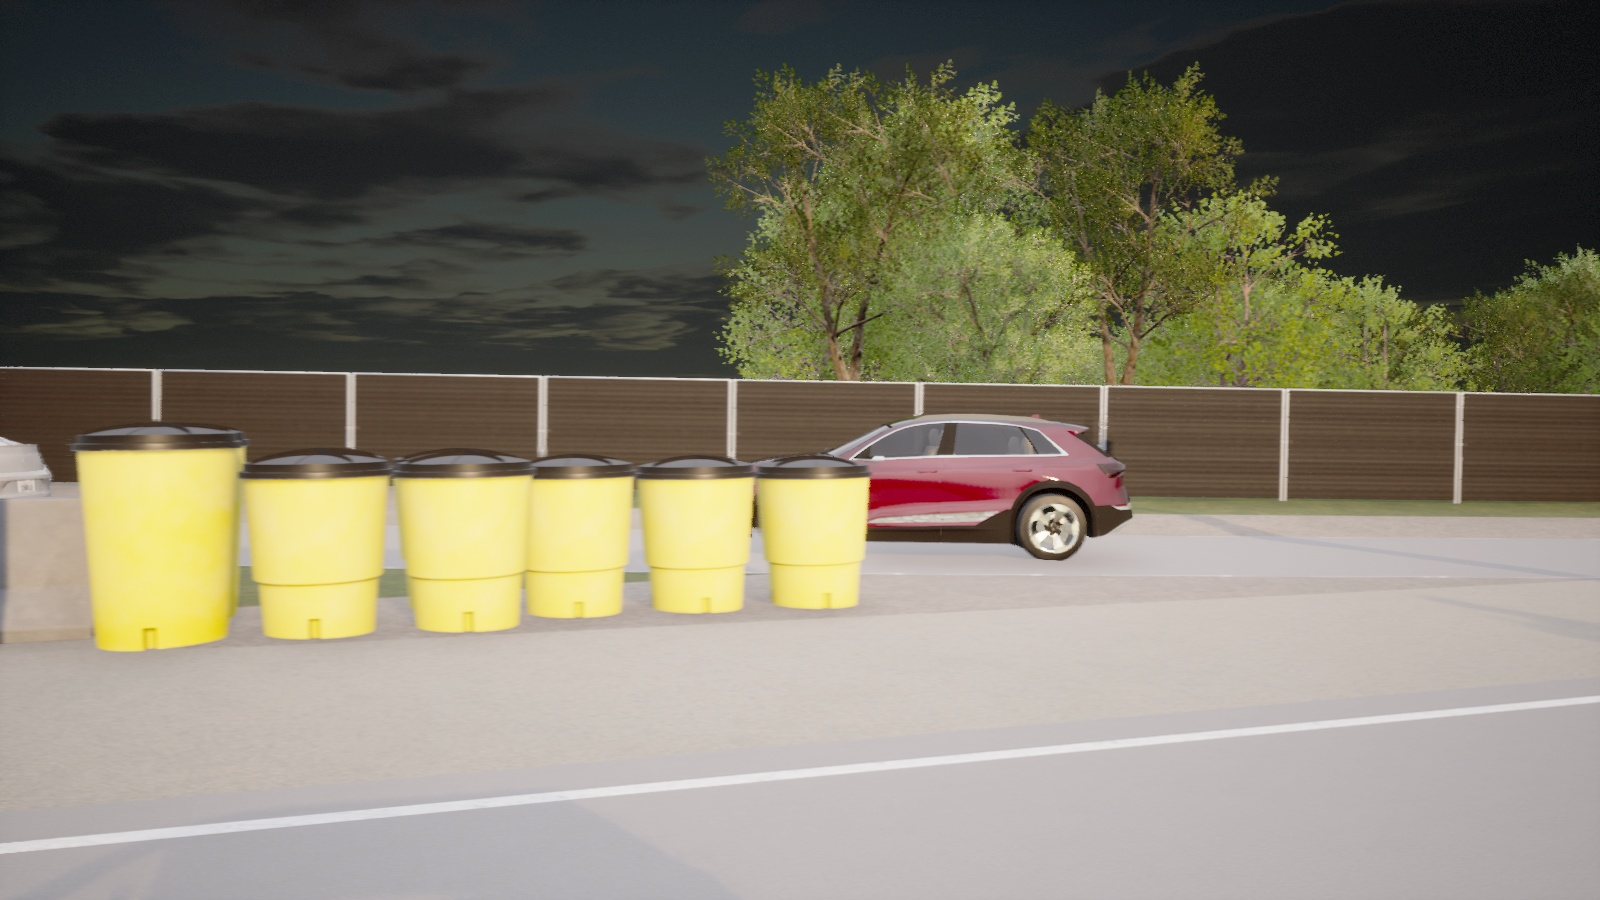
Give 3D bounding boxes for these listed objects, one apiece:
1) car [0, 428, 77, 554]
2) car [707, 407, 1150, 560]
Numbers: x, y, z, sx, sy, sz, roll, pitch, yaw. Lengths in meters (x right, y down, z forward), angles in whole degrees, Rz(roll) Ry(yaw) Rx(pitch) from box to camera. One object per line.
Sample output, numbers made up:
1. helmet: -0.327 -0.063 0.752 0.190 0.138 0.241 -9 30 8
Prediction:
1. car: -11.507 0.463 15.032 4.674 1.442 1.812 0 2 2
2. car: 1.399 0.343 14.791 4.856 1.649 2.033 0 1 -1
